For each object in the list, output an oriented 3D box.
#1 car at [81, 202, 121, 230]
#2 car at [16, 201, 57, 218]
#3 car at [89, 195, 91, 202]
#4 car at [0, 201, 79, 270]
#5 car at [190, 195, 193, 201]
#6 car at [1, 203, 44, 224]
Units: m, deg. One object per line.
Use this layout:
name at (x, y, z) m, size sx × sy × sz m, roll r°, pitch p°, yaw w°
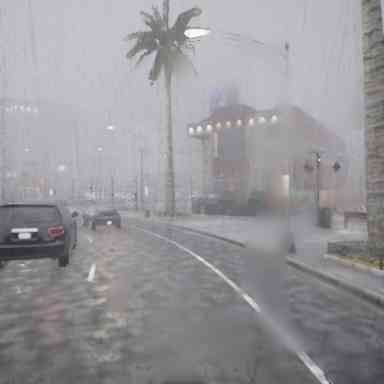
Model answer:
car at (-6.178, 1.649, 22.377) m, size 1.837 × 1.490 × 4.892 m, roll 0°, pitch -1°, yaw -28°
car at (-16.369, 1.769, 34.898) m, size 4.902 × 1.511 × 2.128 m, roll -1°, pitch 0°, yaw 41°
car at (-19.471, 1.665, 60.115) m, size 4.553 × 1.767 × 2.185 m, roll -1°, pitch 0°, yaw 34°
car at (-5.326, 1.314, 11.731) m, size 2.150 × 2.045 × 5.566 m, roll 0°, pitch 0°, yaw -16°
car at (0.805, 1.675, 60.100) m, size 4.674 × 1.452 × 2.002 m, roll -1°, pitch 0°, yaw 34°
car at (-14.336, 1.723, 27.960) m, size 2.128 × 1.511 × 4.902 m, roll 0°, pitch 0°, yaw -40°
